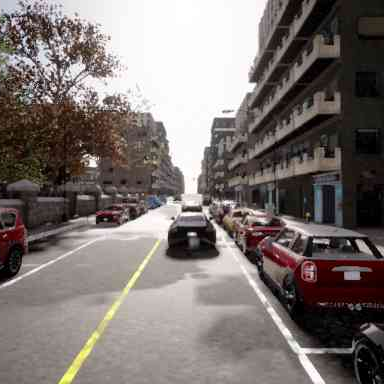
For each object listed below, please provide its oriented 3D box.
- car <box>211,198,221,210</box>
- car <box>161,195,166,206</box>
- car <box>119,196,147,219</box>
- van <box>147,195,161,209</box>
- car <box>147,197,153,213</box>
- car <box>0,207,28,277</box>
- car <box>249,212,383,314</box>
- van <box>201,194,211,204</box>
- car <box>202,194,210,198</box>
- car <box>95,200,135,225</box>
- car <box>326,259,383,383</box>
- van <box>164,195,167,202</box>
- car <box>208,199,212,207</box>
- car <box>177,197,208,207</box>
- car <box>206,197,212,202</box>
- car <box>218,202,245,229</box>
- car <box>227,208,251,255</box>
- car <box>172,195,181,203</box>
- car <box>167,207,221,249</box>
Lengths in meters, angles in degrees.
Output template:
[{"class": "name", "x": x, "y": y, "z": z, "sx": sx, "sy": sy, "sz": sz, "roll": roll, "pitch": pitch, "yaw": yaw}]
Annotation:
[{"class": "car", "x": 2.706, "y": 1.447, "z": 24.129, "sx": 1.967, "sy": 1.590, "sz": 4.097, "roll": 1, "pitch": 0, "yaw": 0}, {"class": "car", "x": -5.660, "y": 1.585, "z": 51.746, "sx": 1.947, "sy": 1.339, "sz": 4.313, "roll": 1, "pitch": 0, "yaw": 0}, {"class": "car", "x": -5.672, "y": 1.324, "z": 29.652, "sx": 2.192, "sy": 1.841, "sz": 5.009, "roll": 1, "pitch": 0, "yaw": 0}, {"class": "van", "x": -5.681, "y": 1.357, "z": 46.223, "sx": 1.690, "sy": 1.788, "sz": 3.998, "roll": 1, "pitch": 0, "yaw": 0}, {"class": "car", "x": -5.677, "y": 1.556, "z": 35.176, "sx": 1.887, "sy": 1.381, "sz": 4.507, "roll": 1, "pitch": 0, "yaw": 0}, {"class": "car", "x": -5.672, "y": 1.316, "z": 7.559, "sx": 2.192, "sy": 1.841, "sz": 5.009, "roll": 1, "pitch": 0, "yaw": 0}, {"class": "car", "x": 2.706, "y": 1.441, "z": 7.559, "sx": 1.967, "sy": 1.590, "sz": 4.097, "roll": 1, "pitch": 0, "yaw": 0}, {"class": "van", "x": 2.674, "y": 1.365, "z": 62.792, "sx": 1.690, "sy": 1.788, "sz": 3.998, "roll": 1, "pitch": 0, "yaw": 0}, {"class": "car", "x": 2.674, "y": 1.462, "z": 57.269, "sx": 1.967, "sy": 1.590, "sz": 4.097, "roll": 1, "pitch": 0, "yaw": 0}, {"class": "car", "x": -5.676, "y": 1.552, "z": 24.129, "sx": 1.887, "sy": 1.381, "sz": 4.507, "roll": 1, "pitch": 0, "yaw": 0}, {"class": "car", "x": 2.703, "y": 1.565, "z": 2.036, "sx": 1.947, "sy": 1.339, "sz": 4.313, "roll": 1, "pitch": 0, "yaw": 0}, {"class": "van", "x": -5.639, "y": 1.365, "z": 62.794, "sx": 1.690, "sy": 1.788, "sz": 3.998, "roll": 1, "pitch": 0, "yaw": 0}, {"class": "car", "x": 2.703, "y": 1.591, "z": 29.652, "sx": 1.802, "sy": 1.307, "sz": 4.206, "roll": 1, "pitch": 0, "yaw": 0}, {"class": "car", "x": 0.000, "y": 1.505, "z": 29.655, "sx": 2.128, "sy": 1.511, "sz": 4.902, "roll": 0, "pitch": 0, "yaw": 0}, {"class": "car", "x": 2.704, "y": 1.537, "z": 35.346, "sx": 1.752, "sy": 1.417, "sz": 4.829, "roll": 1, "pitch": 0, "yaw": 0}, {"class": "car", "x": 2.704, "y": 1.530, "z": 18.775, "sx": 1.752, "sy": 1.417, "sz": 4.829, "roll": 1, "pitch": 0, "yaw": 0}, {"class": "car", "x": 2.704, "y": 1.548, "z": 13.081, "sx": 1.887, "sy": 1.381, "sz": 4.507, "roll": 1, "pitch": 0, "yaw": 0}, {"class": "car", "x": -3.000, "y": 1.446, "z": 70.542, "sx": 1.837, "sy": 1.490, "sz": 4.892, "roll": 0, "pitch": 0, "yaw": 0}, {"class": "car", "x": 0.000, "y": 1.577, "z": 14.652, "sx": 1.994, "sy": 1.385, "sz": 4.181, "roll": 0, "pitch": 0, "yaw": 0}]
